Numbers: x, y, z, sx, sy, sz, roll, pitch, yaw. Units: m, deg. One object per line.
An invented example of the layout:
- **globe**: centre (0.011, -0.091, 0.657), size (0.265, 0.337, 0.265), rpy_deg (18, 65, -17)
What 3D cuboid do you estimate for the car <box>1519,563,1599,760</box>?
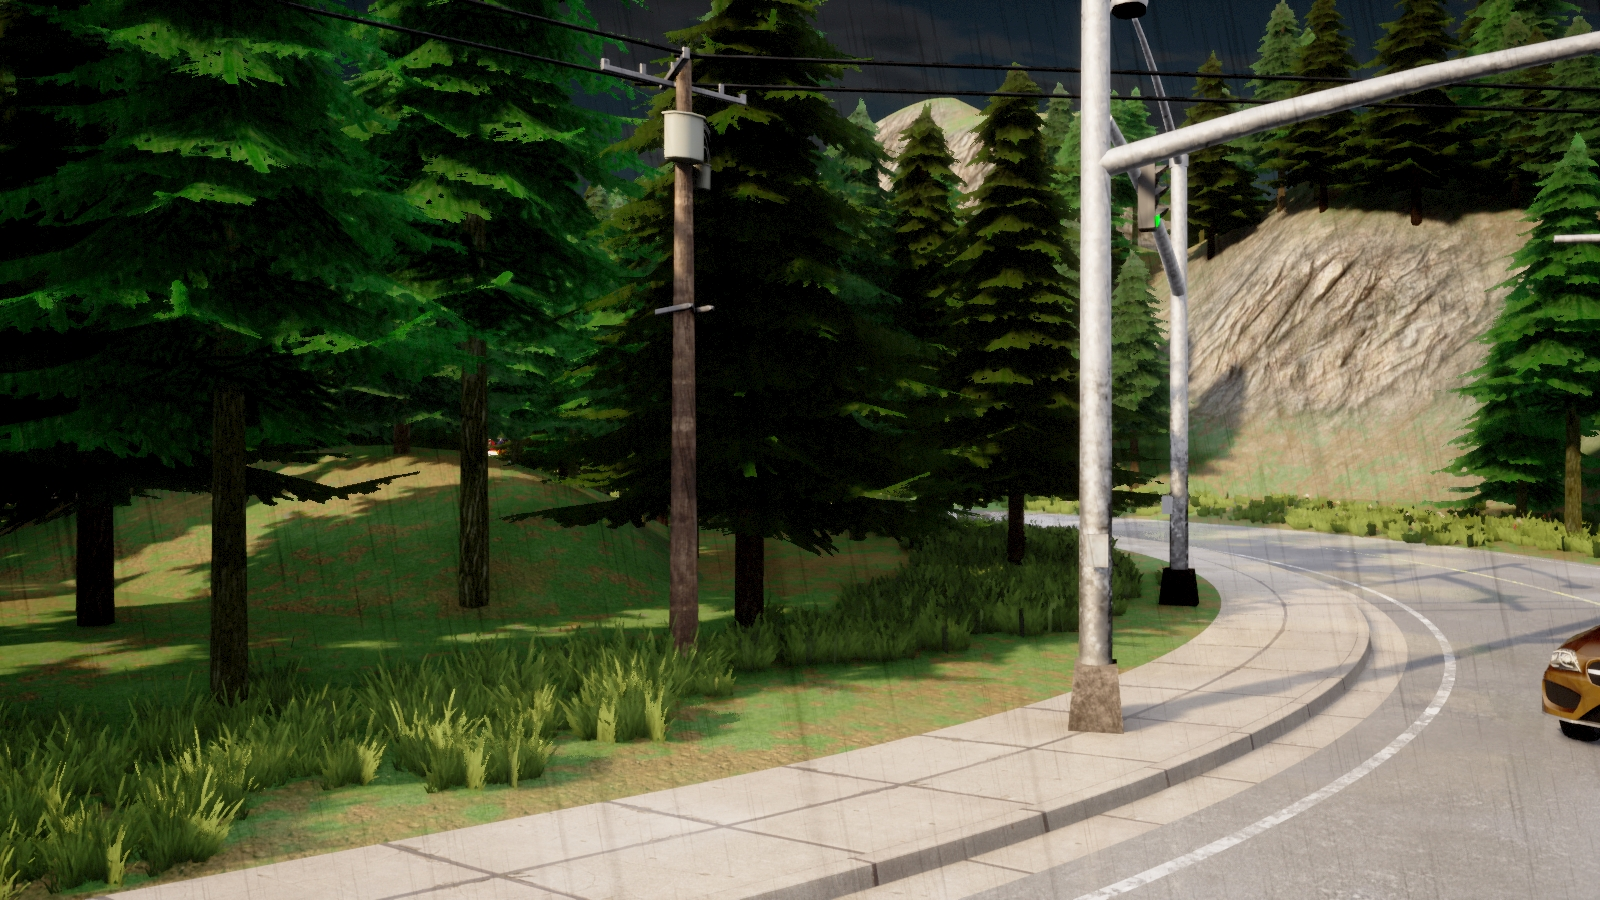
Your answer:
- **car**: centre (9.577, 1.970, 11.147), size (5.027, 1.651, 2.152), rpy_deg (0, 0, -29)
